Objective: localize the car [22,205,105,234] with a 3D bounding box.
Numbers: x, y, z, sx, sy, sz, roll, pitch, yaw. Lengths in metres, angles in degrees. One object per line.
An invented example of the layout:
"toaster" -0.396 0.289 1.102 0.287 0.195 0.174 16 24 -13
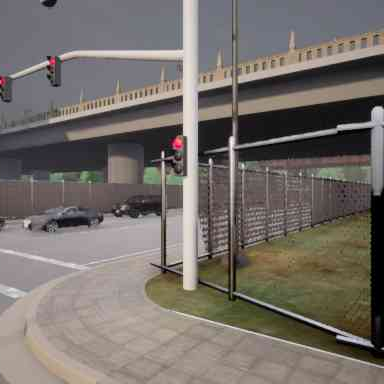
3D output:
"car" -7.564 1.547 19.983 2.128 1.511 4.902 0 0 35

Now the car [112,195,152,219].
"car" -4.649 1.276 30.162 2.150 2.045 5.566 0 0 35

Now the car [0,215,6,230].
"car" -12.823 1.619 18.607 1.994 1.385 4.181 0 0 35
